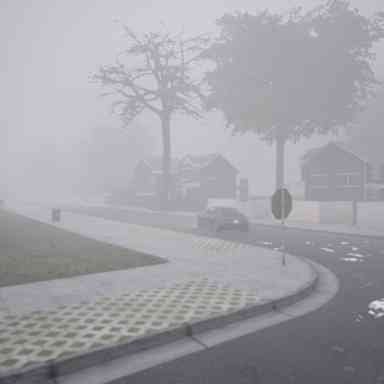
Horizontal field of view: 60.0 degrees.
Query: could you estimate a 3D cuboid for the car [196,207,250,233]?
[{"bbox_3d":[1.704,1.538,19.565,1.994,1.385,4.181,0,0,-19],"label":"car"}]
